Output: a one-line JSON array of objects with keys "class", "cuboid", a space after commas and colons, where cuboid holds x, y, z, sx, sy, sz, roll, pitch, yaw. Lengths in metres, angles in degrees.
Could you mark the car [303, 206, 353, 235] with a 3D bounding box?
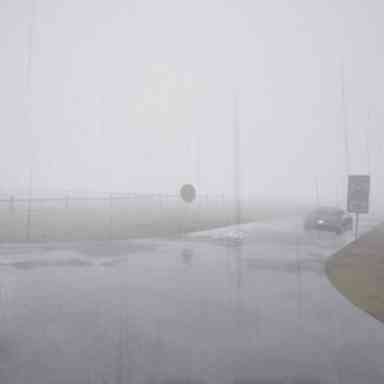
[{"class": "car", "cuboid": [7.792, 1.516, 18.854, 1.994, 1.385, 4.181, 3, 2, 35]}]
